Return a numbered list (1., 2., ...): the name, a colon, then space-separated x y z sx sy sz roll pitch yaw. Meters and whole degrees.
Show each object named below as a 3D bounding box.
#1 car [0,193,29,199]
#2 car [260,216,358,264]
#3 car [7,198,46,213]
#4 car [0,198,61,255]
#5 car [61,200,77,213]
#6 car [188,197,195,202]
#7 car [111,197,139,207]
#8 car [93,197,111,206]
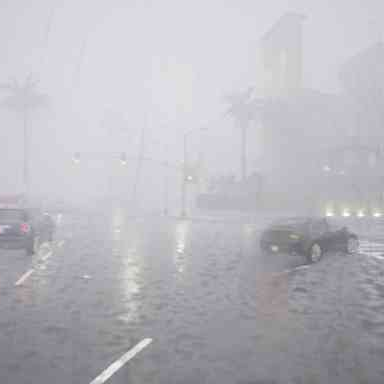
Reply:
1. car: -12.449 1.120 22.330 2.150 2.045 5.566 1 -1 -11
2. car: 4.572 1.676 12.715 4.892 1.490 1.837 2 -3 -42
3. car: -17.906 1.403 36.172 1.812 1.442 4.674 1 0 1
4. car: -6.825 1.301 13.095 2.097 1.767 4.553 1 0 -12
5. car: -14.435 1.551 36.809 1.895 1.301 4.718 1 0 2
6. car: 1.736 1.718 75.888 5.566 2.045 2.150 1 0 -39
7. car: -10.587 1.632 54.968 2.128 1.511 4.902 1 -1 24
8. car: -14.360 1.559 55.000 2.128 1.511 4.902 1 -1 22
